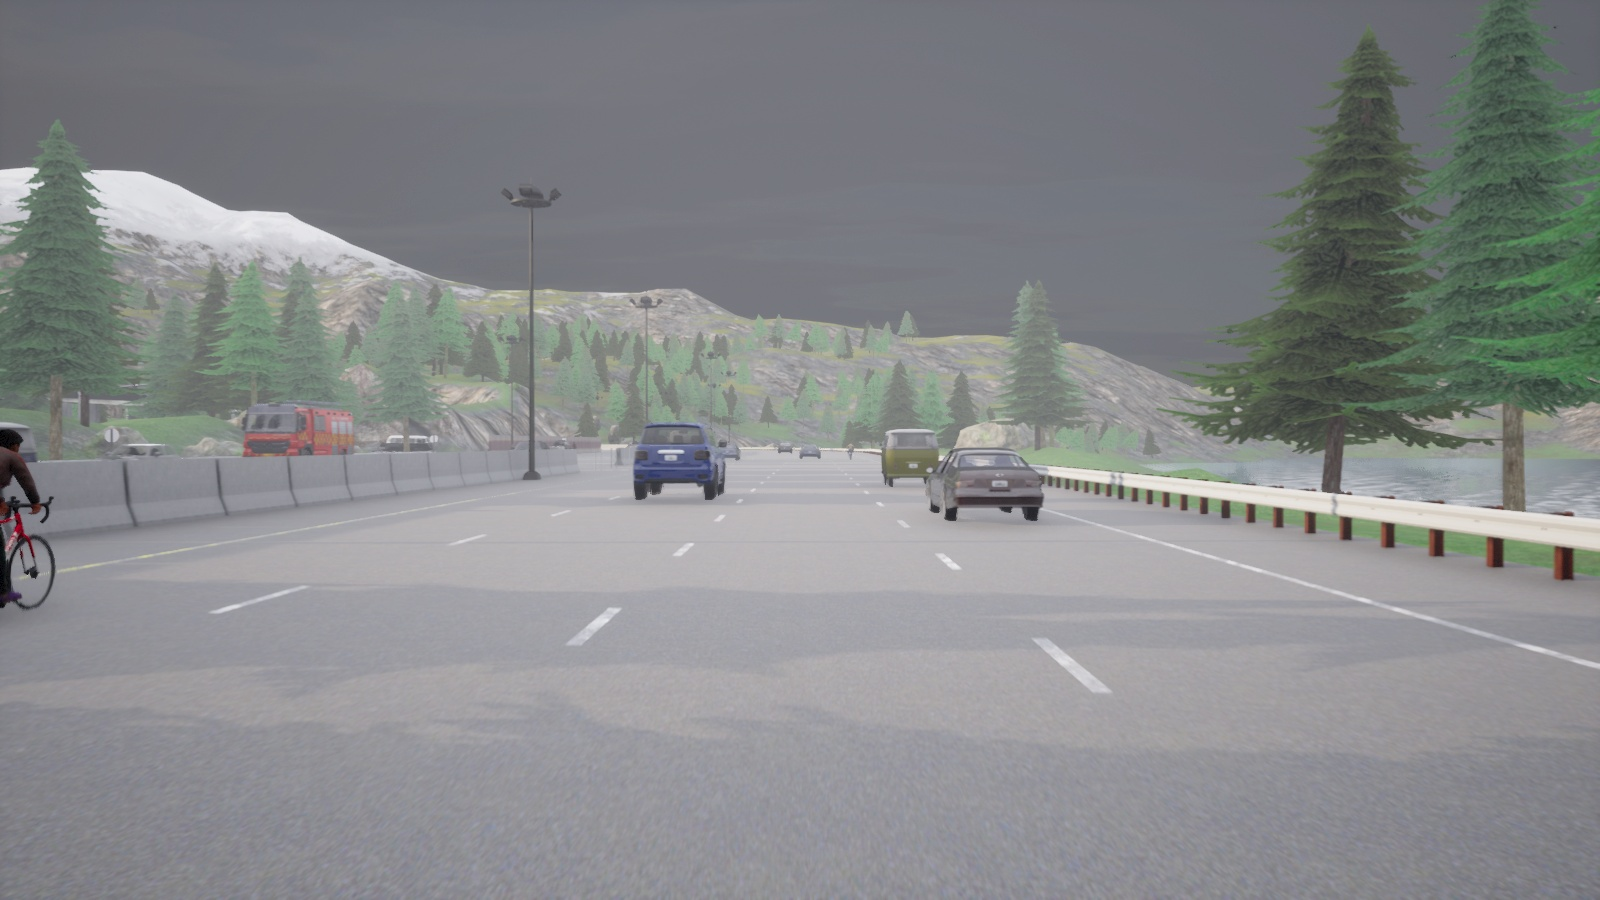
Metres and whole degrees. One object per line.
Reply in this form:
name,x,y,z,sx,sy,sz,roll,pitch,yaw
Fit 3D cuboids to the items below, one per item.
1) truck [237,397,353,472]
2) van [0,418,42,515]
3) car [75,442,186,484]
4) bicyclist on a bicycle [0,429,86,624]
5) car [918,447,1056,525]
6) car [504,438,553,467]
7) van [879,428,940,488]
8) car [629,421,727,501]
truck,-27.476,-0.828,68.823,2.891,3.827,8.468,0,0,0
van,-17.337,0.345,25.023,1.775,1.987,4.442,0,0,0
car,-24.182,0.436,45.523,1.970,1.475,3.806,0,0,1
bicyclist on a bicycle,-6.921,0.633,10.817,0.582,1.620,1.656,0,0,0
car,3.666,0.653,25.584,2.033,1.411,5.357,0,0,0
car,-16.896,0.150,78.364,2.097,1.767,4.553,0,0,0
van,3.808,0.254,44.193,1.775,1.987,4.442,0,0,0
car,-3.273,0.266,34.891,2.150,2.045,5.566,0,0,0
